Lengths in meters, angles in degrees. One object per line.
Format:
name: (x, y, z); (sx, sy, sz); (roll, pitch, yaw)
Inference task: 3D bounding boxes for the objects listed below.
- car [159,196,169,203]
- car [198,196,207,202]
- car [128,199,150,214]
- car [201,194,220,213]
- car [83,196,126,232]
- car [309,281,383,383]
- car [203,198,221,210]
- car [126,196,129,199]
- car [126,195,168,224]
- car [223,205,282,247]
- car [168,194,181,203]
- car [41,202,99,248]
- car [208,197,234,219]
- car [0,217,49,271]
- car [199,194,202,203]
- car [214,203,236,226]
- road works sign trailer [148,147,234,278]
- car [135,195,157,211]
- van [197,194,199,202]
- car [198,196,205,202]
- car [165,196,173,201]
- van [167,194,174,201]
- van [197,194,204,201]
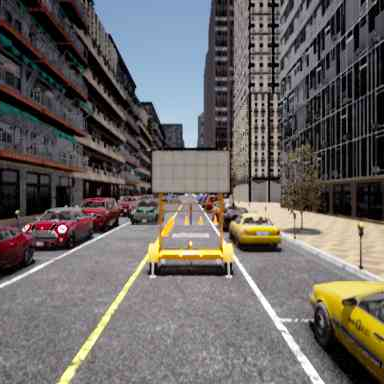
car: (-5.981, 1.635, 71.177); (1.947, 1.339, 4.313); (0, 0, 0)
car: (2.376, 1.668, 76.876); (1.802, 1.307, 4.206); (0, 0, 0)
car: (-5.838, 1.526, 37.028); (1.752, 1.417, 4.829); (0, 0, 0)
car: (2.543, 1.316, 37.233); (2.192, 1.841, 5.009); (0, 0, 0)
car: (-5.766, 1.309, 20.208); (2.192, 1.841, 5.009); (0, 0, 0)
car: (2.683, 1.522, 3.424); (1.752, 1.417, 4.829); (0, 0, 0)
car: (2.518, 1.558, 42.897); (2.008, 1.369, 4.403); (0, 0, 0)
car: (-5.813, 1.312, 31.534); (2.192, 1.841, 5.009); (0, 0, 0)
car: (-3.199, 1.346, 24.524); (2.097, 1.767, 4.553); (0, 0, 0)
car: (2.635, 1.519, 14.749); (1.752, 1.417, 4.829); (0, 0, 0)
car: (-3.305, 1.403, 64.799); (2.097, 1.767, 4.553); (0, 0, 0)
car: (-5.743, 1.433, 14.544); (1.967, 1.590, 4.097); (0, 0, 0)
car: (2.589, 1.435, 25.906); (1.967, 1.590, 4.097); (0, 0, 0)
car: (-5.720, 1.576, 8.882); (1.802, 1.307, 4.206); (0, 0, 0)
car: (2.495, 1.330, 48.558); (2.192, 1.841, 5.009); (0, 0, 0)
car: (2.612, 1.560, 20.243); (1.947, 1.339, 4.313); (0, 0, 0)
road works sign trailer: (-0.034, 0.458, 10.101); (2.380, 3.560, 2.880); (0, 0, 0)
car: (-5.861, 1.322, 42.862); (2.192, 1.841, 5.009); (0, 0, 0)
van: (2.401, 1.410, 71.212); (1.690, 1.788, 3.998); (0, 0, 0)
car: (2.353, 1.684, 82.538); (1.802, 1.307, 4.206); (0, 0, 0)
car: (-6.051, 1.687, 88.166); (1.947, 1.339, 4.313); (0, 0, 0)
van: (-6.074, 1.484, 93.831); (1.690, 1.788, 3.998); (0, 0, 0)
van: (2.329, 1.462, 88.202); (1.690, 1.788, 3.998); (0, 0, 0)
